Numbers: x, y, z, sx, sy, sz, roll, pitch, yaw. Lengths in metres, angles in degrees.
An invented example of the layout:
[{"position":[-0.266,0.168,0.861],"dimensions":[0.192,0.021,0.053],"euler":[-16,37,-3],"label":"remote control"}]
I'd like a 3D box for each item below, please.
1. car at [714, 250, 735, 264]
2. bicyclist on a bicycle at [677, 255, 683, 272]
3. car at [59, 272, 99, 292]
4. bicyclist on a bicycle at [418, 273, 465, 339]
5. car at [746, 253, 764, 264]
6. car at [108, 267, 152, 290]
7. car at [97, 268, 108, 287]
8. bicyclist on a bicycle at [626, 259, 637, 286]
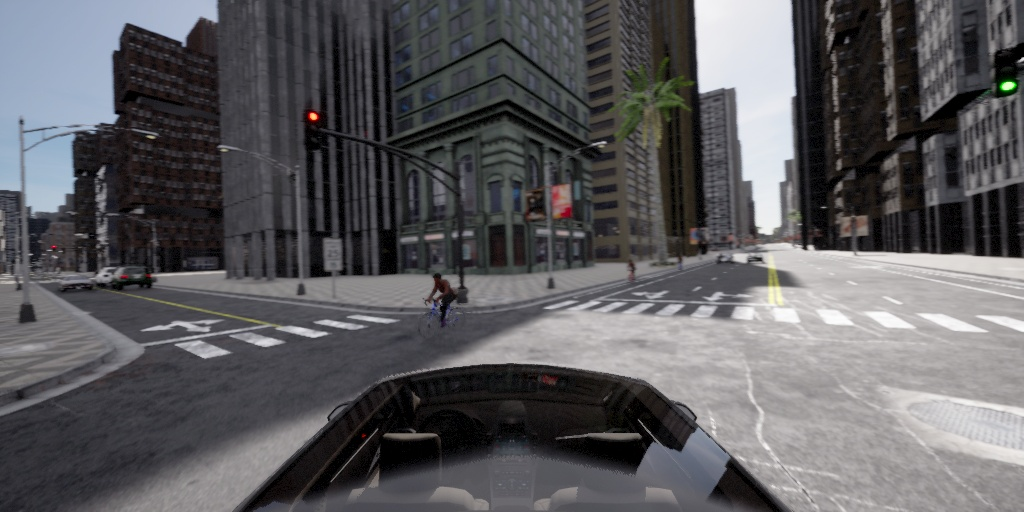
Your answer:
[{"position":[28.564,0.295,47.913],"dimensions":[2.128,1.511,4.902],"euler":[-3,0,36],"label":"car"},{"position":[16.205,0.718,34.501],"dimensions":[0.582,1.620,1.656],"euler":[-3,0,36],"label":"bicyclist on a bicycle"},{"position":[-41.254,2.540,33.912],"dimensions":[5.357,1.411,2.033],"euler":[-2,0,36],"label":"car"},{"position":[-1.822,1.272,9.396],"dimensions":[0.582,1.620,1.656],"euler":[-2,0,36],"label":"bicyclist on a bicycle"},{"position":[31.189,0.282,45.993],"dimensions":[1.895,1.301,4.718],"euler":[-3,0,36],"label":"car"},{"position":[-35.573,2.046,33.542],"dimensions":[5.566,2.045,2.150],"euler":[-2,0,36],"label":"car"},{"position":[-43.930,2.297,39.530],"dimensions":[5.566,2.045,2.150],"euler":[-2,0,36],"label":"car"},{"position":[7.472,1.027,22.336],"dimensions":[0.582,1.620,1.656],"euler":[-3,0,36],"label":"bicyclist on a bicycle"}]
